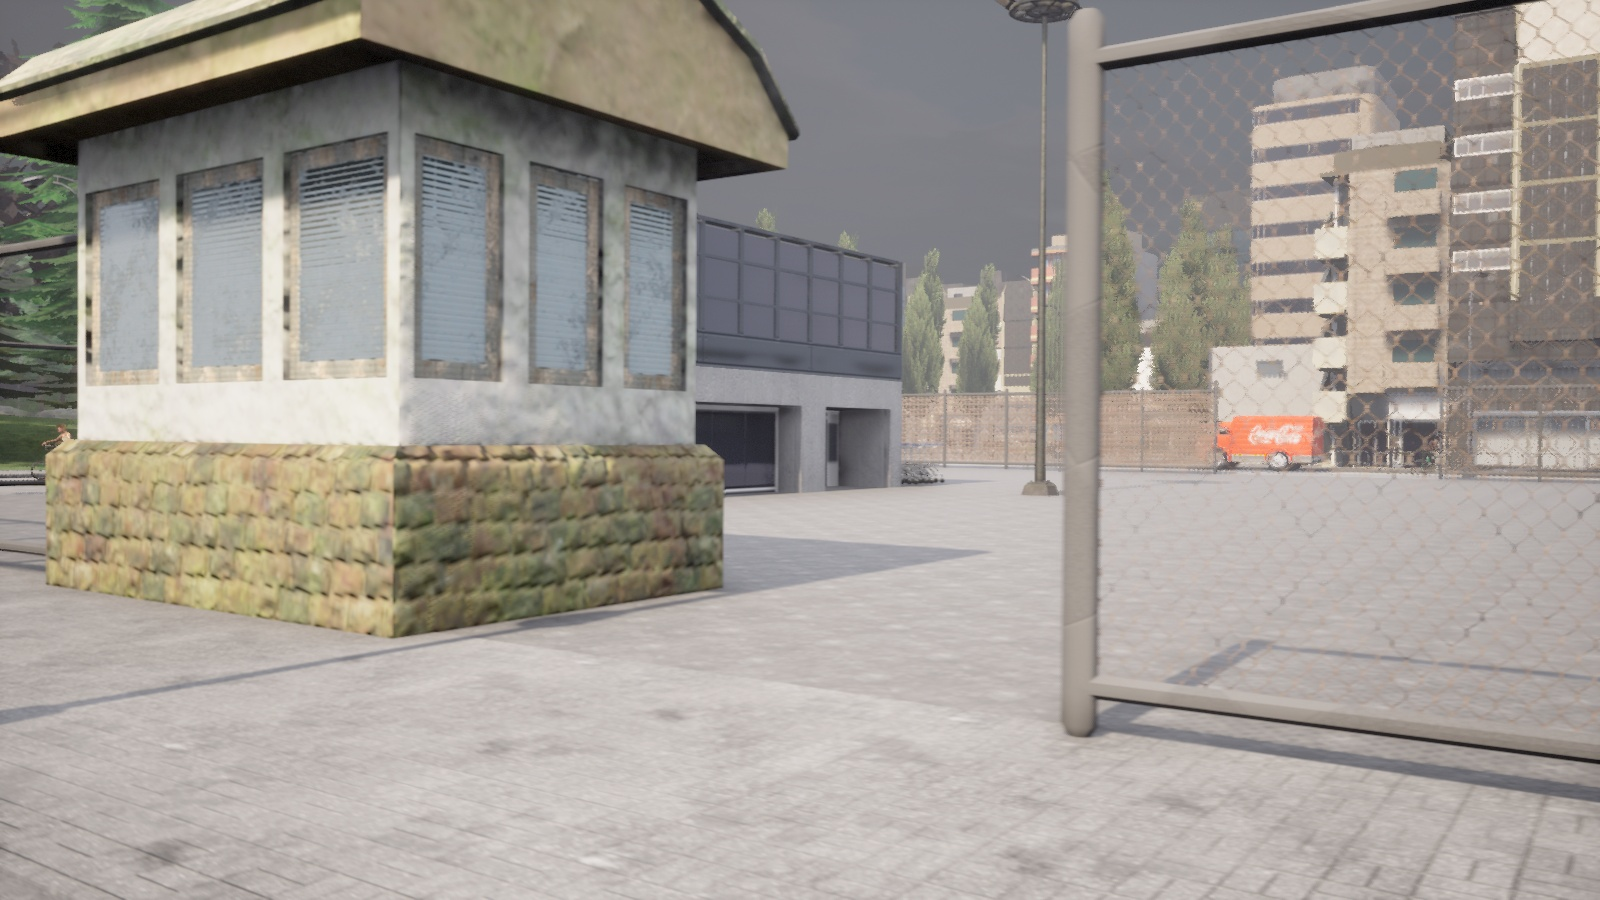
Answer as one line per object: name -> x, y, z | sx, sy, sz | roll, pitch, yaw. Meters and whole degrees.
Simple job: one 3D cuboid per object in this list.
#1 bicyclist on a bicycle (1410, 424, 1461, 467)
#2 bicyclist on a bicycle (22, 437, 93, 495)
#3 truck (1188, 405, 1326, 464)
bicyclist on a bicycle -> 24.183, -0.172, 47.813 | 1.656, 1.620, 0.582 | 0, 1, 35
bicyclist on a bicycle -> -21.266, 0.429, 36.001 | 0.866, 1.612, 1.509 | 0, 1, 34
truck -> 20.158, -0.667, 55.439 | 5.204, 2.467, 2.627 | 0, 1, 34
